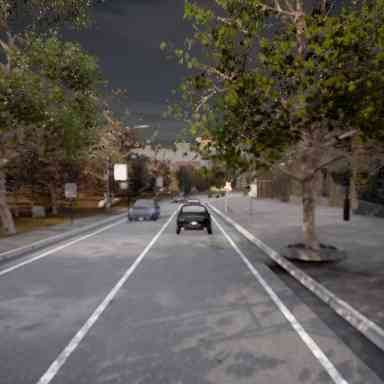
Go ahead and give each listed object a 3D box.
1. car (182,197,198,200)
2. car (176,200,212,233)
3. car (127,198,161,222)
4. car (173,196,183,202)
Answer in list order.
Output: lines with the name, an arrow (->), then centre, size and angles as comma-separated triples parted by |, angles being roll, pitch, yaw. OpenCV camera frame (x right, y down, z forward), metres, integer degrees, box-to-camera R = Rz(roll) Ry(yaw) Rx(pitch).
car -> 0.118, 1.456, 37.762 | 1.812, 1.442, 4.674 | 0, 0, 0
car -> 0.104, 1.442, 19.427 | 1.882, 1.535, 5.008 | 0, 0, 0
car -> -3.592, 1.304, 25.699 | 2.097, 1.767, 4.553 | 0, 0, 0
car -> -2.666, 1.392, 67.783 | 1.895, 1.301, 4.718 | 1, 1, 5
